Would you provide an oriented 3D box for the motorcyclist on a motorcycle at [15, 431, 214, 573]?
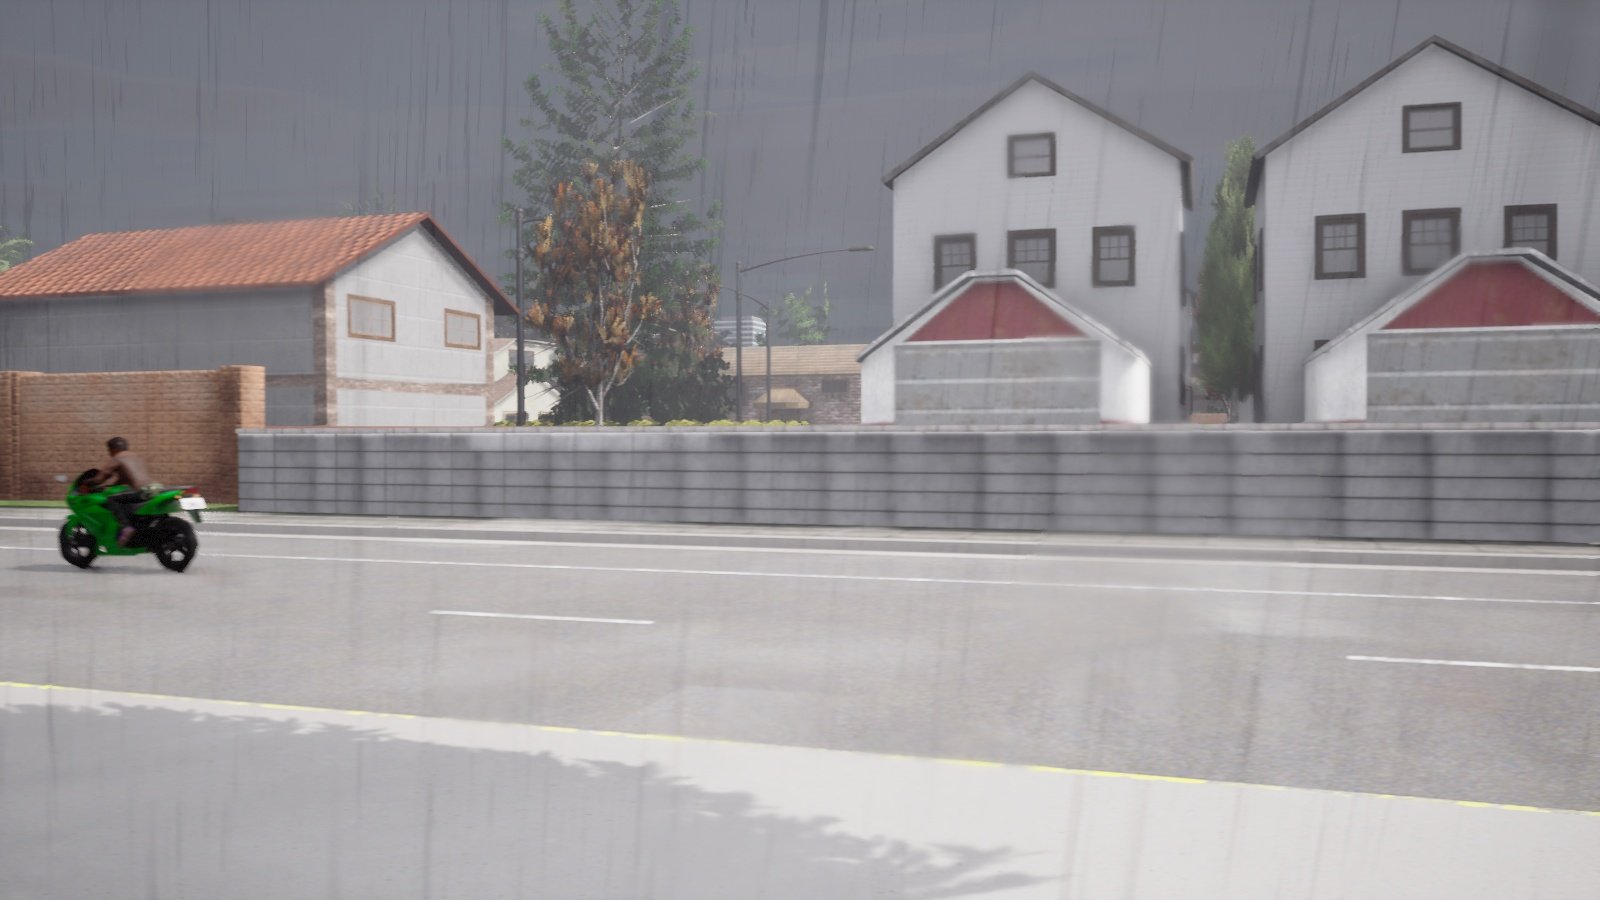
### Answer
[{"bbox_3d":[-7.771,0.551,14.247,2.044,1.523,0.797,1,1,19],"label":"motorcyclist on a motorcycle"}]
